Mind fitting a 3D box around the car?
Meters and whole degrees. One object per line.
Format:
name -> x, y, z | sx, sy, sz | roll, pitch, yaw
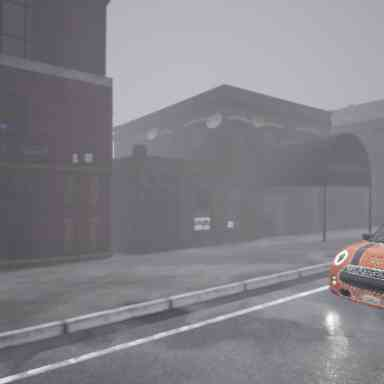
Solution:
car -> 5.057, 1.344, 7.296 | 4.553, 1.767, 2.097 | 0, 0, -36
